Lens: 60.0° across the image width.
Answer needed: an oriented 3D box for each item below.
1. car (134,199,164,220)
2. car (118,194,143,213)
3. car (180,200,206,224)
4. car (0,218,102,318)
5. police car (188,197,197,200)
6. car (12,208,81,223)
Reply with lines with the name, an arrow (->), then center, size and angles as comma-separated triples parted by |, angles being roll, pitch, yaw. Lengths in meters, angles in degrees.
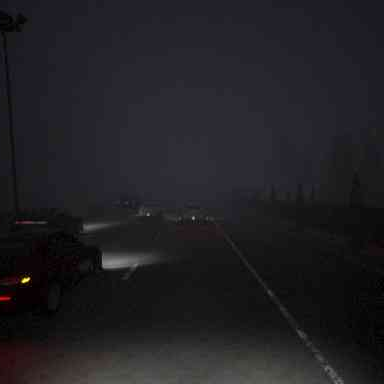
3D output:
car -> -3.407, 1.549, 28.203 | 1.812, 1.442, 4.674 | 0, 0, 0
car -> -6.909, 1.248, 37.695 | 2.150, 2.045, 5.566 | 0, 0, 0
car -> 0.094, 1.547, 24.800 | 1.812, 1.442, 4.674 | 0, 0, 0
car -> -3.404, 1.536, 7.330 | 1.812, 1.442, 4.674 | 0, 0, 0
police car -> 0.089, 1.528, 45.684 | 2.038, 1.542, 4.974 | 0, 1, 0
car -> -6.904, 1.506, 16.317 | 2.128, 1.511, 4.902 | 0, 0, 0
